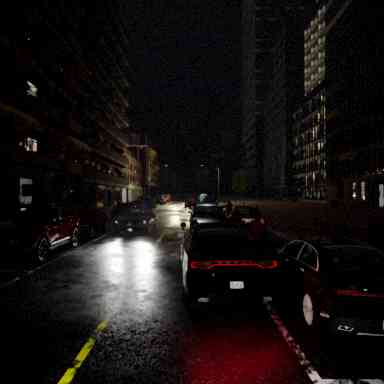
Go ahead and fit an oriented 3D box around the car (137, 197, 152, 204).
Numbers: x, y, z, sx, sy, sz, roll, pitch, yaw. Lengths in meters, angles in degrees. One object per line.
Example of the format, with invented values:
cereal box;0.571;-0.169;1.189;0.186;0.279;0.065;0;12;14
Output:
car;-5.743;1.561;34.470;2.008;1.369;4.403;1;0;0

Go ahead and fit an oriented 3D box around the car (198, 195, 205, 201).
car;2.535;1.563;90.351;1.752;1.417;4.829;1;0;0

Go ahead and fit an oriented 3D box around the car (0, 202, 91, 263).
car;-5.698;1.318;12.191;2.192;1.841;5.009;1;0;0

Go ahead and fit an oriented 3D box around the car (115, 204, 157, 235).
car;-3.136;1.605;19.080;1.895;1.301;4.718;0;0;0

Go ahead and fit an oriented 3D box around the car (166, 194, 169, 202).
car;-5.793;1.547;62.149;1.752;1.417;4.829;1;0;0

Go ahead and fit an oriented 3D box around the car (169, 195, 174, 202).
car;-5.811;1.342;73.458;2.192;1.841;5.009;1;0;0

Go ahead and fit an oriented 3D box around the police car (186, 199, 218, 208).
police car;0.799;1.429;18.417;1.930;1.638;5.238;0;0;-1

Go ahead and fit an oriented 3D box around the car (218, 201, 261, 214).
car;2.670;1.444;17.775;1.967;1.590;4.097;1;0;0

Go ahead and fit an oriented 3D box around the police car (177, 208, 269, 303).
police car;0.669;1.427;8.415;1.930;1.638;5.238;0;0;-3

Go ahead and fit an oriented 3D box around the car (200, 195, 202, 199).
car;2.597;1.601;56.763;1.802;1.307;4.206;1;0;0

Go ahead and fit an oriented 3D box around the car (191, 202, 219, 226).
car;0.855;1.511;24.320;1.837;1.490;4.892;0;0;0

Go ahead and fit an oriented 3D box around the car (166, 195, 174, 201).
car;-5.845;1.582;90.167;1.887;1.381;4.507;1;0;0

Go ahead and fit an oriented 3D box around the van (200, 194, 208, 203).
van;2.569;1.368;73.473;1.690;1.788;3.998;1;0;0

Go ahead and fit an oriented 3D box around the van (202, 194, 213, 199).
van;2.621;1.355;45.625;1.690;1.788;3.998;1;0;0

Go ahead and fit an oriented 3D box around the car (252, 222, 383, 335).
car;2.689;1.552;6.636;2.008;1.369;4.403;1;0;0

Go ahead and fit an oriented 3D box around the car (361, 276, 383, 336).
car;2.699;1.551;1.068;2.008;1.369;4.403;1;0;0

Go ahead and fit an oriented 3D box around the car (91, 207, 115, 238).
car;-5.712;1.549;17.761;1.887;1.381;4.507;1;0;0

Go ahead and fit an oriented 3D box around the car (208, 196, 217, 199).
car;2.650;1.448;28.915;1.967;1.590;4.097;1;0;0

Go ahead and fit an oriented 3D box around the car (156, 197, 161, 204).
car;-5.762;1.540;45.440;1.752;1.417;4.829;1;0;0

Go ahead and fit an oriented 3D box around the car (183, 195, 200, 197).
car;-0.102;1.496;55.729;1.882;1.535;5.008;0;0;0

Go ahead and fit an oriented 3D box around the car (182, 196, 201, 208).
car;-0.064;1.615;45.810;1.895;1.301;4.718;0;0;0

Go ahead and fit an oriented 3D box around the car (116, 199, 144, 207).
car;-5.732;1.573;28.901;1.947;1.339;4.313;1;0;0

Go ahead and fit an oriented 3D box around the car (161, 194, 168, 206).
car;-5.783;1.570;56.748;2.008;1.369;4.403;1;0;0

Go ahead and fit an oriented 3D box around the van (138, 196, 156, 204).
van;-5.749;1.353;40.041;1.690;1.788;3.998;1;0;0
